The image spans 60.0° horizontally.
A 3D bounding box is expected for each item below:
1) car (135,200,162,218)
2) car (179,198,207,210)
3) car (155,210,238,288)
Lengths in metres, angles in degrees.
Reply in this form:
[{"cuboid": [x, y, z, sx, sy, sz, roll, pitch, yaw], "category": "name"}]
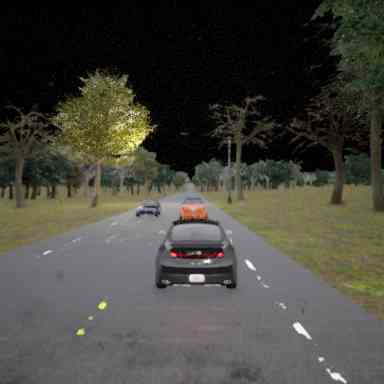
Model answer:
[{"cuboid": [-3.601, 1.396, 28.623, 2.033, 1.411, 5.357, 0, 0, 0], "category": "car"}, {"cuboid": [0.099, 1.218, 26.008, 2.097, 1.767, 4.553, 0, 0, 0], "category": "car"}, {"cuboid": [0.100, 1.467, 9.071, 1.837, 1.490, 4.892, 0, 0, 0], "category": "car"}]
